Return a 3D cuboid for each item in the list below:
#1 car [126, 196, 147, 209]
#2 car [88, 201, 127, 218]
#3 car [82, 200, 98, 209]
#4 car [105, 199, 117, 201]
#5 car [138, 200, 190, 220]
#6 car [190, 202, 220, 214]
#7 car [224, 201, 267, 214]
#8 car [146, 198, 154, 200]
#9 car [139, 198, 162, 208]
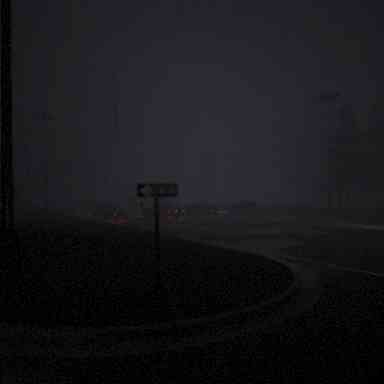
[{"bbox_3d":[-8.945,1.581,53.357,2.150,2.045,5.566,0,0,-33],"label":"car"},{"bbox_3d":[-8.514,1.854,33.368,1.895,1.301,4.718,0,0,-33],"label":"car"},{"bbox_3d":[-15.134,1.909,50.037,1.837,1.490,4.892,0,0,-33],"label":"car"},{"bbox_3d":[-13.065,1.878,53.283,1.882,1.535,5.008,0,0,-33],"label":"car"},{"bbox_3d":[-2.727,1.730,30.868,2.033,1.411,5.357,0,0,-33],"label":"car"},{"bbox_3d":[1.034,1.783,37.941,1.895,1.301,4.718,0,0,-33],"label":"car"},{"bbox_3d":[5.836,1.677,36.965,2.033,1.411,5.357,0,0,-33],"label":"car"},{"bbox_3d":[-3.167,1.749,37.965,1.812,1.442,4.674,0,0,-33],"label":"car"},{"bbox_3d":[-7.182,1.839,57.078,1.882,1.535,5.008,0,0,-33],"label":"car"}]
